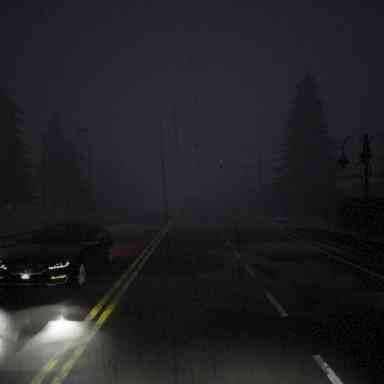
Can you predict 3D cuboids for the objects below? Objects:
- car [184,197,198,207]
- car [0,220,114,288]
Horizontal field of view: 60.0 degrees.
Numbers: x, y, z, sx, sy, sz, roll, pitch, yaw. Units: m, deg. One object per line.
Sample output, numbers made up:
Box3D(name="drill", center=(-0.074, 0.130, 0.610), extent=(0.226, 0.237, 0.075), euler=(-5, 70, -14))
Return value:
Box3D(name="car", center=(-0.216, 1.911, 64.360), extent=(2.150, 2.045, 5.566), euler=(0, -1, -8))
Box3D(name="car", center=(-3.579, 1.611, 9.600), extent=(1.837, 1.490, 4.892), euler=(0, -1, 0))
